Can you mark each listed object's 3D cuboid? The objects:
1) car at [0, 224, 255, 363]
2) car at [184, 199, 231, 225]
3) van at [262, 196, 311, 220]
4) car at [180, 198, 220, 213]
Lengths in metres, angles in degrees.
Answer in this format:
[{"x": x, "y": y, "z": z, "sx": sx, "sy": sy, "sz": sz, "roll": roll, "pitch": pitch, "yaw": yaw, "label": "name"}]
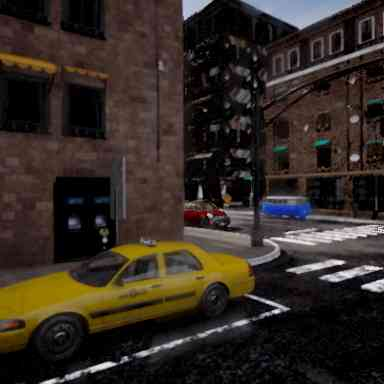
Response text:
[{"x": -1.017, "y": 1.523, "z": 5.841, "sx": 4.829, "sy": 1.417, "sz": 1.752, "roll": 0, "pitch": 0, "yaw": -35, "label": "car"}, {"x": 0.706, "y": 1.429, "z": 21.839, "sx": 1.967, "sy": 1.590, "sz": 4.097, "roll": 0, "pitch": 0, "yaw": -36, "label": "car"}, {"x": 7.503, "y": 1.260, "z": 26.739, "sx": 1.690, "sy": 1.788, "sz": 3.998, "roll": 0, "pitch": 0, "yaw": -36, "label": "van"}, {"x": 0.761, "y": 1.430, "z": 36.048, "sx": 1.752, "sy": 1.417, "sz": 4.829, "roll": -1, "pitch": 0, "yaw": -36, "label": "car"}]
